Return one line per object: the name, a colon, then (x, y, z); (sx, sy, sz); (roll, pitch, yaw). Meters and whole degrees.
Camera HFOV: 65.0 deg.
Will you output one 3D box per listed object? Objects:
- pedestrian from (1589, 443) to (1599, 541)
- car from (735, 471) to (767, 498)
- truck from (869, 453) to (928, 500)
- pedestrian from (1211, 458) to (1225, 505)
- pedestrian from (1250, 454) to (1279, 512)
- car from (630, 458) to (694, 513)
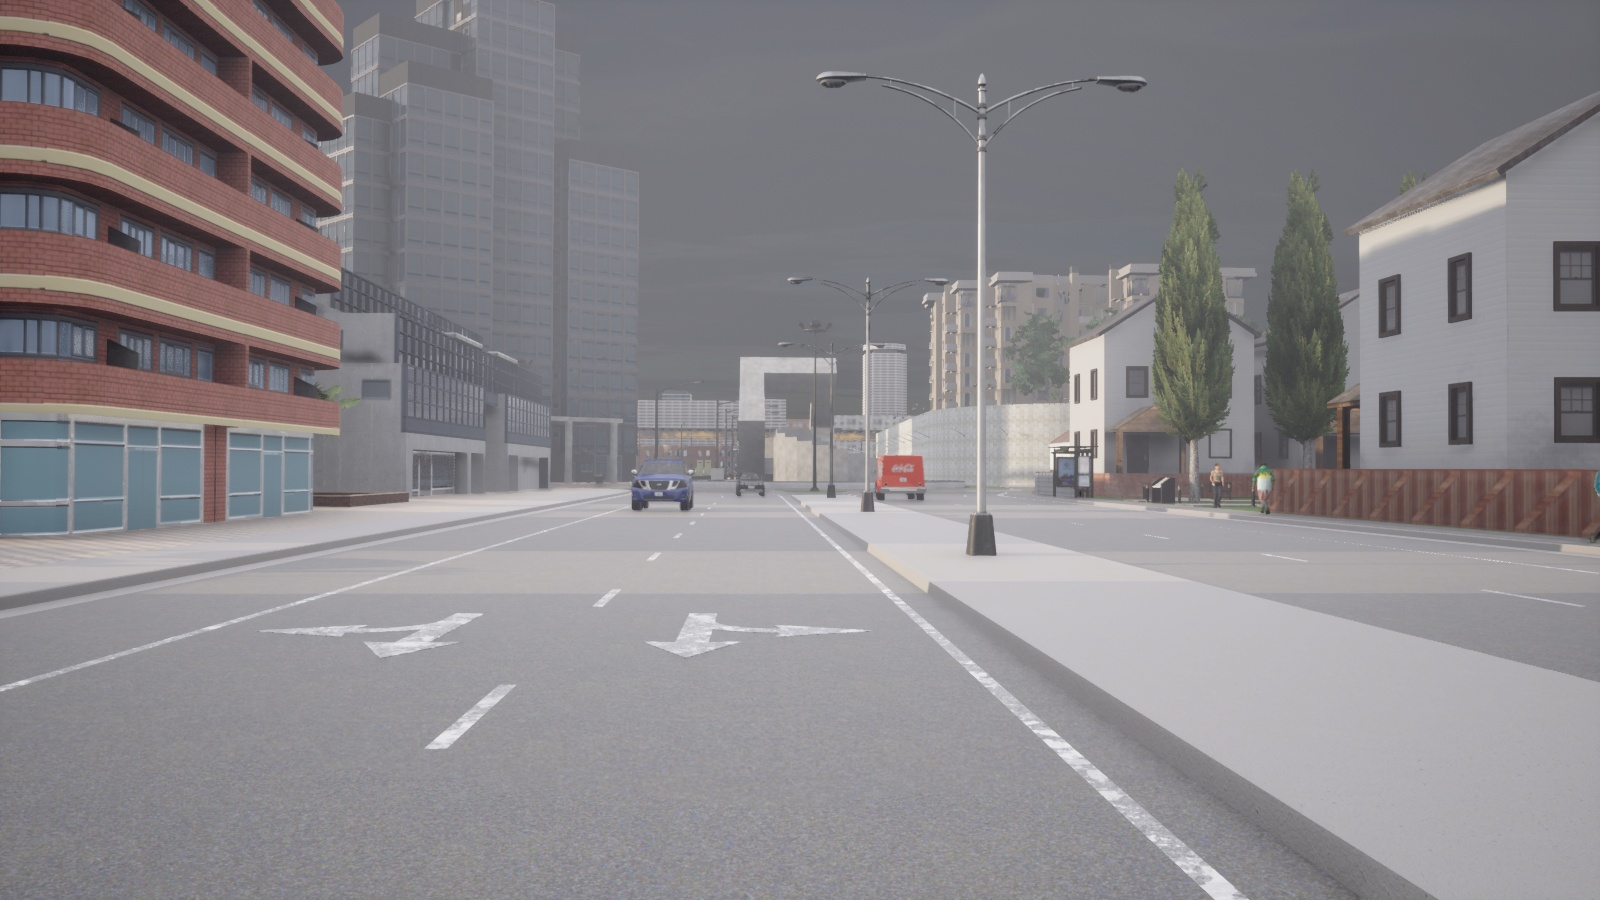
pedestrian: (15.970, 0.820, 24.706); (0.396, 1.930, 0.692); (0, -1, -3)
car: (-3.017, 2.093, 76.892); (1.789, 1.549, 3.705); (0, -1, -5)
truck: (5.377, 1.465, 69.171); (2.627, 2.467, 5.204); (0, -1, -2)
pedestrian: (16.415, 1.226, 49.313); (0.345, 1.836, 0.594); (0, -1, -1)
pedestrian: (15.929, 1.127, 43.052); (0.659, 1.952, 0.873); (0, -1, 1)
car: (-5.395, 1.390, 49.815); (2.150, 2.045, 5.566); (0, -1, -2)
